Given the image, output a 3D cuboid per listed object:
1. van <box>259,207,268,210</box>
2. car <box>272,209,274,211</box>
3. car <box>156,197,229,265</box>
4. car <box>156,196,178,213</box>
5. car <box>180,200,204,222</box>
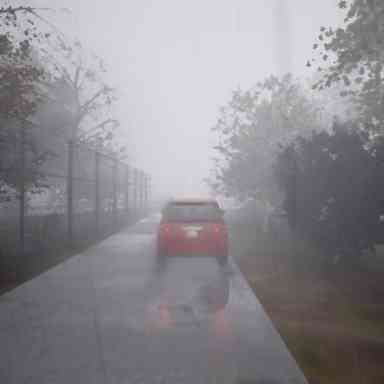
[{"bbox_3d":[14.540,4.263,71.455,1.878,1.987,4.442,0,0,-18],"label":"van"},{"bbox_3d":[17.552,4.237,71.230,2.435,2.045,5.566,0,0,-18],"label":"car"},{"bbox_3d":[0.029,1.226,11.840,2.150,2.045,5.566,0,0,0],"label":"car"},{"bbox_3d":[-2.804,1.361,37.830,2.097,1.767,4.553,0,0,1],"label":"car"},{"bbox_3d":[0.038,1.514,27.969,1.837,1.490,4.892,0,0,1],"label":"car"}]
